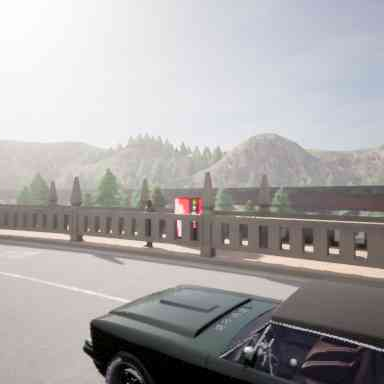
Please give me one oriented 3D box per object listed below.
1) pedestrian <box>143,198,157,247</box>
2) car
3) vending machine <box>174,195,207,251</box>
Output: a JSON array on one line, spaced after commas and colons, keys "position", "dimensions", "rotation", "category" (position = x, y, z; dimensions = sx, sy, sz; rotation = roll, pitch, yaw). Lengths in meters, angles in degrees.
[{"position": [-1.633, 1.140, 12.511], "dimensions": [0.375, 1.860, 0.375], "rotation": [0, 0, 31], "category": "pedestrian"}, {"position": [1.134, 1.600, 3.162], "dimensions": [4.718, 1.301, 1.895], "rotation": [0, 0, 34], "category": "car"}, {"position": [-0.051, 1.194, 13.274], "dimensions": [0.880, 2.100, 1.100], "rotation": [0, 0, 32], "category": "vending machine"}]
